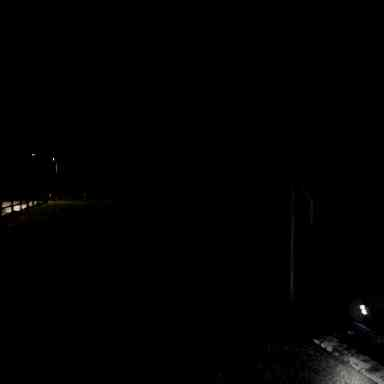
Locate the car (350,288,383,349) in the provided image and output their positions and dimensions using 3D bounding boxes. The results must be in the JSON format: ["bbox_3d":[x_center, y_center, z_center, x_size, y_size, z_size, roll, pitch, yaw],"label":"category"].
[{"bbox_3d":[4.995,1.522,4.694,5.357,1.411,2.033,0,0,-17],"label":"car"}]
